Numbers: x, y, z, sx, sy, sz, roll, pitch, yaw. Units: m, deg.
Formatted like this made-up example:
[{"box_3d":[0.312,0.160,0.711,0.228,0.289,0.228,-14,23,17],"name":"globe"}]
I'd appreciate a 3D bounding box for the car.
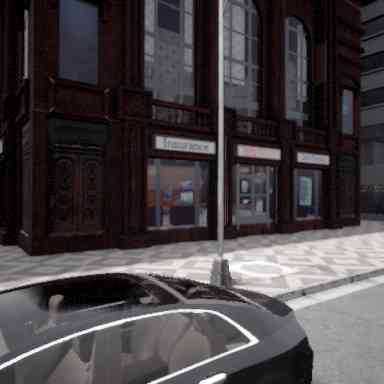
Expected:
[{"box_3d":[-1.108,1.513,2.450,4.892,1.490,1.837,1,0,-35],"name":"car"}]
